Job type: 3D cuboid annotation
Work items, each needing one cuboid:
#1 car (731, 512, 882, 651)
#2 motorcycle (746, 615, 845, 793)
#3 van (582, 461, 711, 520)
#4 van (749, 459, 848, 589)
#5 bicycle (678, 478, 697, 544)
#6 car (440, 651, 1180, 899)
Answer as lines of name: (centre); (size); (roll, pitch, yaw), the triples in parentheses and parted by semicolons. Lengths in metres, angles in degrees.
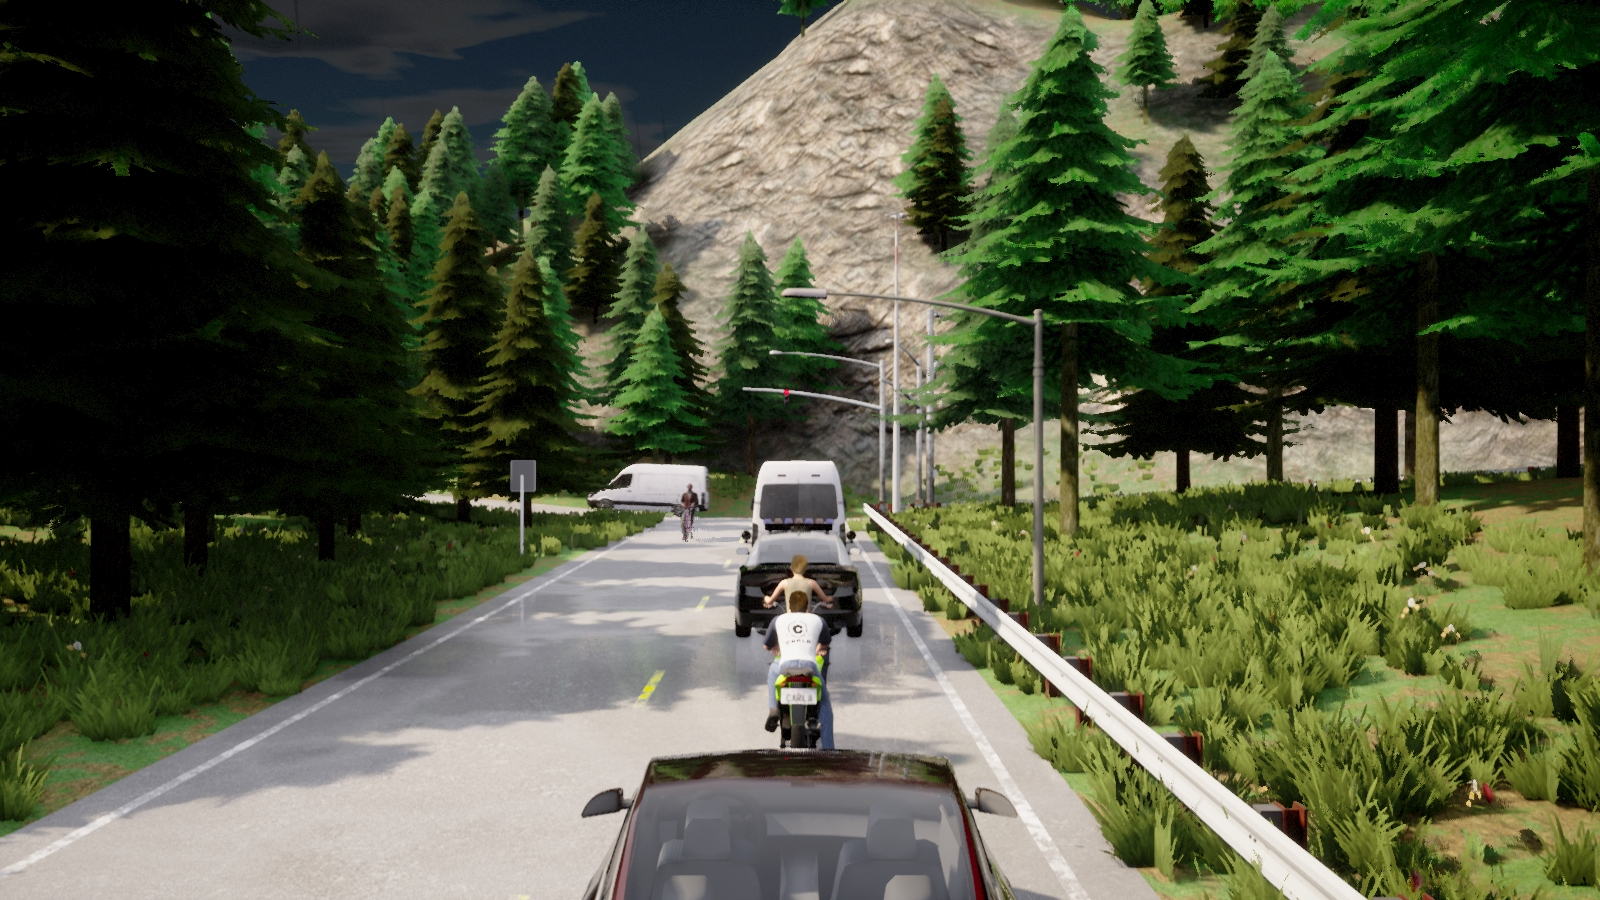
car: (0.090, 1.972, 18.500); (2.097, 1.638, 5.238); (0, 0, 0)
motorcycle: (-0.033, 2.207, 10.287); (0.803, 1.145, 2.033); (0, 0, 0)
van: (-7.481, 1.956, 56.055); (5.915, 2.561, 1.988); (3, 0, 2)
van: (-0.039, 1.521, 25.918); (1.988, 2.561, 5.915); (0, 0, 0)
bicycle: (-3.400, 1.818, 34.617); (0.329, 1.919, 1.835); (0, 0, 1)
car: (0.027, 2.059, 5.079); (2.163, 1.488, 4.792); (0, 0, 0)
